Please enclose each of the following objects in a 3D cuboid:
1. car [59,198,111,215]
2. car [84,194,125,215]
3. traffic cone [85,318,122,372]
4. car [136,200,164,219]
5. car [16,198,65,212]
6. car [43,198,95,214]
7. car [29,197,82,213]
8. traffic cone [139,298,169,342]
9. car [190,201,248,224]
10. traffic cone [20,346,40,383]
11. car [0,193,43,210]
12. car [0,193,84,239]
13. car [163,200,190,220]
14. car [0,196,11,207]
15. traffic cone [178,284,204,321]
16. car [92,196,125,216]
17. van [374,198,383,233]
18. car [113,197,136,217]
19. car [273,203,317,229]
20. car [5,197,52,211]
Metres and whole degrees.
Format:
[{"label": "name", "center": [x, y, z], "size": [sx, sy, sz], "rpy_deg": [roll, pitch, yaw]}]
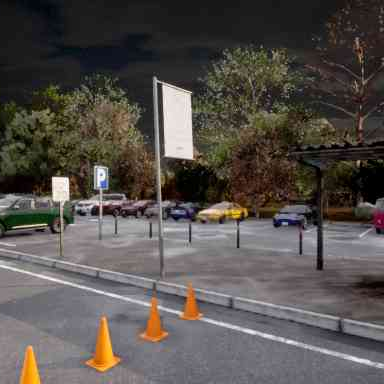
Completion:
[{"label": "car", "center": [-11.132, 1.461, 34.876], "size": [2.231, 1.521, 4.892], "rpy_deg": [0, 0, 35]}, {"label": "car", "center": [-8.876, 1.212, 33.261], "size": [2.435, 2.045, 5.566], "rpy_deg": [0, 0, 35]}, {"label": "traffic cone", "center": [-1.166, 1.957, 4.386], "size": [0.340, 0.580, 0.340], "rpy_deg": [0, 0, 35]}, {"label": "car", "center": [-2.044, 1.473, 28.500], "size": [2.231, 1.521, 4.892], "rpy_deg": [0, 0, 35]}, {"label": "car", "center": [-17.958, 1.468, 39.646], "size": [2.163, 1.488, 4.792], "rpy_deg": [0, 0, 35]}, {"label": "car", "center": [-13.404, 1.454, 36.474], "size": [2.097, 1.535, 5.008], "rpy_deg": [0, 0, 35]}, {"label": "car", "center": [-15.567, 1.444, 38.227], "size": [1.946, 1.575, 5.366], "rpy_deg": [0, 0, 35]}, {"label": "traffic cone", "center": [-0.591, 1.957, 5.202], "size": [0.340, 0.580, 0.340], "rpy_deg": [0, 0, 35]}, {"label": "car", "center": [2.386, 1.474, 25.151], "size": [1.946, 1.575, 5.366], "rpy_deg": [0, 0, 35]}, {"label": "traffic cone", "center": [-1.741, 1.957, 3.570], "size": [0.340, 0.580, 0.340], "rpy_deg": [0, 0, 35]}, {"label": "car", "center": [-22.502, 1.153, 42.843], "size": [2.435, 2.045, 5.566], "rpy_deg": [0, 0, 35]}, {"label": "car", "center": [-8.875, 1.220, 17.272], "size": [2.435, 2.045, 5.566], "rpy_deg": [0, 0, 35]}, {"label": "car", "center": [0.239, 1.504, 26.923], "size": [2.163, 1.488, 4.792], "rpy_deg": [0, 0, 35]}, {"label": "car", "center": [-29.192, 1.332, 47.810], "size": [1.946, 1.575, 5.366], "rpy_deg": [1, 0, 35]}, {"label": "traffic cone", "center": [-0.016, 1.957, 6.018], "size": [0.340, 0.580, 0.340], "rpy_deg": [0, 0, 36]}, {"label": "car", "center": [-6.586, 1.466, 31.693], "size": [2.097, 1.535, 5.008], "rpy_deg": [0, 0, 35]}, {"label": "van", "center": [11.642, 1.264, 19.012], "size": [1.878, 1.987, 4.442], "rpy_deg": [0, 0, 35]}, {"label": "car", "center": [-4.315, 1.469, 30.096], "size": [2.097, 1.535, 5.008], "rpy_deg": [0, 0, 35]}, {"label": "car", "center": [7.018, 1.513, 22.085], "size": [2.163, 1.488, 4.792], "rpy_deg": [0, 0, 35]}, {"label": "car", "center": [-20.201, 1.451, 41.295], "size": [2.163, 1.488, 4.792], "rpy_deg": [0, 0, 35]}]
